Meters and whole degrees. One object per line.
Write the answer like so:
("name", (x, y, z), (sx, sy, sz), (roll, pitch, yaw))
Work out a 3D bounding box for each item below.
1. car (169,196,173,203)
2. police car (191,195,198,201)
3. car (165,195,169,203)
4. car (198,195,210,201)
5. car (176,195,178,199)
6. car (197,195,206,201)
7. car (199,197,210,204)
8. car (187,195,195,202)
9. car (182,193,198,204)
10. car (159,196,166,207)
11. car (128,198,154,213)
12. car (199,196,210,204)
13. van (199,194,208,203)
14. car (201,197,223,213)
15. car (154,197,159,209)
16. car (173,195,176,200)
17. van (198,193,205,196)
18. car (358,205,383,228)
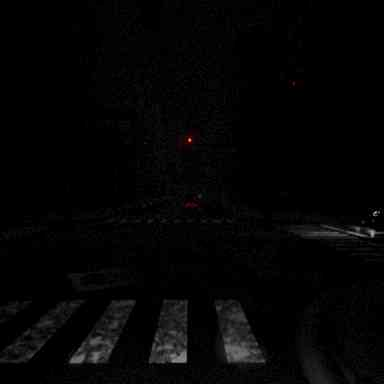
("car", (-5.628, 1.493, 69.254), (1.967, 1.590, 4.097), (0, 0, 0))
("police car", (0.618, 1.522, 90.257), (1.930, 1.638, 5.238), (0, 0, 0))
("car", (-5.644, 1.584, 58.232), (2.008, 1.369, 4.403), (0, 0, 0))
("car", (2.372, 1.592, 52.710), (1.947, 1.339, 4.313), (0, 0, 0))
("car", (-5.593, 1.643, 91.297), (1.887, 1.381, 4.507), (0, 0, 0))
("car", (2.423, 1.527, 85.774), (1.967, 1.590, 4.097), (0, 0, 0))
("car", (2.389, 1.593, 63.731), (2.008, 1.369, 4.403), (0, 0, 0))
("car", (-0.232, 1.417, 73.713), (1.812, 1.442, 4.674), (0, 0, 0))
("car", (-0.248, 1.264, 63.358), (2.150, 2.045, 5.566), (0, 0, 0))
("car", (-5.653, 1.608, 52.721), (1.802, 1.307, 4.206), (0, 0, 0))
("car", (-5.678, 1.449, 36.189), (1.967, 1.590, 4.097), (0, 0, 0))
("car", (2.364, 1.601, 47.199), (1.802, 1.307, 4.206), (0, 0, 0))
("van", (2.397, 1.394, 69.242), (1.690, 1.788, 3.998), (0, 0, 0))
("car", (2.347, 1.575, 36.176), (1.947, 1.339, 4.313), (0, 0, 0))
("car", (-5.669, 1.454, 41.700), (1.967, 1.590, 4.097), (0, 0, 0))
("car", (-5.610, 1.626, 80.275), (2.008, 1.369, 4.403), (0, 0, 0))
("van", (2.381, 1.375, 58.220), (1.690, 1.788, 3.998), (0, 0, 0))
("car", (12.893, 1.288, 20.689), (4.553, 1.767, 2.097), (0, 0, 0))
